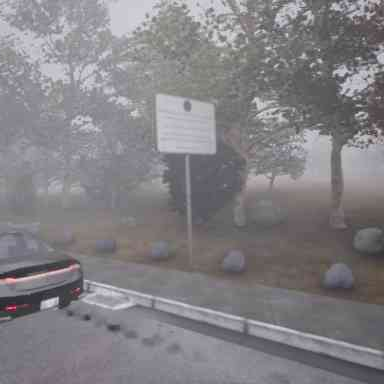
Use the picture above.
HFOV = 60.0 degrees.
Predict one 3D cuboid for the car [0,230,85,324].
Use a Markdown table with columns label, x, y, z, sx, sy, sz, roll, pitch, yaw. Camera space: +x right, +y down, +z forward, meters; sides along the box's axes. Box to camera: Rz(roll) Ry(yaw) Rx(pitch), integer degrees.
| label | x | y | z | sx | sy | sz | roll | pitch | yaw |
| --- | --- | --- | --- | --- | --- | --- | --- | --- | --- |
| car | -4.161 | 1.504 | 6.541 | 4.902 | 1.511 | 2.128 | 0 | 0 | 36 |
